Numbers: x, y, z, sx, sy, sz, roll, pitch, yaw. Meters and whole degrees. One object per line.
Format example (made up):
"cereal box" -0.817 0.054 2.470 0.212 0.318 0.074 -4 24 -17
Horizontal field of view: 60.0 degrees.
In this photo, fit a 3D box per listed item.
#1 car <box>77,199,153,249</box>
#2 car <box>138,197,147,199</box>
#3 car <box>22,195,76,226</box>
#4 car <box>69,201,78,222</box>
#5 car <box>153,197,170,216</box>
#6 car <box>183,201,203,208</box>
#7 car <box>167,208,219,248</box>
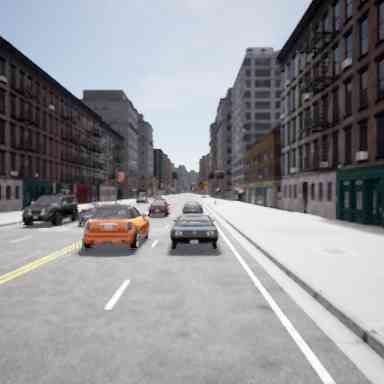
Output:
"car" -3.156 1.359 14.716 2.097 1.767 4.553 0 0 0
"car" -9.780 1.632 65.413 2.033 1.411 5.357 0 0 0
"car" -9.856 1.234 23.705 2.150 2.045 5.566 0 0 0
"car" -6.607 1.506 23.677 2.128 1.511 4.902 0 0 0
"car" -3.162 1.549 32.589 1.812 1.442 4.674 0 0 0
"car" 0.087 1.587 32.133 1.994 1.385 4.181 0 0 0
"car" 0.096 1.608 14.877 1.895 1.301 4.718 0 0 0
